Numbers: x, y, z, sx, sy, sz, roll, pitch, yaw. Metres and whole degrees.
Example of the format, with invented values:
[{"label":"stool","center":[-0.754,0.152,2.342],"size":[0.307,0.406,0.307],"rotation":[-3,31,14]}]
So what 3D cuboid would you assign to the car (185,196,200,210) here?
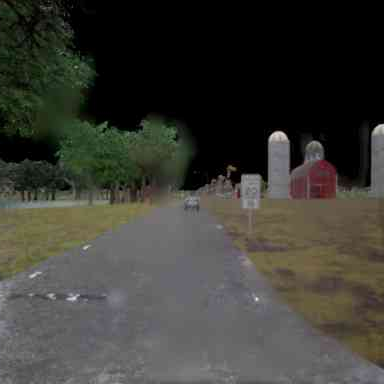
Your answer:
[{"label":"car","center":[0.037,1.465,42.609],"size":[2.128,1.511,4.902],"rotation":[1,0,0]}]

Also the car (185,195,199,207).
[{"label":"car","center":[0.043,1.396,53.002],"size":[2.097,1.767,4.553],"rotation":[1,0,0]}]
